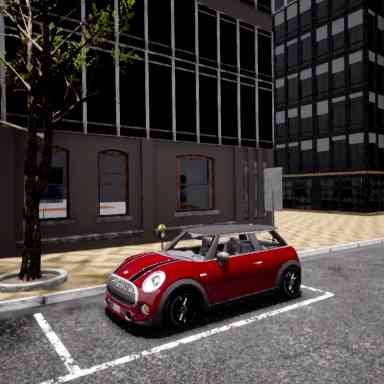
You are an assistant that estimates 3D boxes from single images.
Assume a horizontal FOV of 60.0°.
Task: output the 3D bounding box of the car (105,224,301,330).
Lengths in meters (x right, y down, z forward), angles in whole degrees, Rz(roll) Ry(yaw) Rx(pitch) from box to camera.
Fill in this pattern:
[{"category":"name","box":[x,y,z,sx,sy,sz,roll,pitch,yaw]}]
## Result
[{"category":"car","box":[0.334,1.439,6.813,4.097,1.590,1.967,0,-1,-35]}]
